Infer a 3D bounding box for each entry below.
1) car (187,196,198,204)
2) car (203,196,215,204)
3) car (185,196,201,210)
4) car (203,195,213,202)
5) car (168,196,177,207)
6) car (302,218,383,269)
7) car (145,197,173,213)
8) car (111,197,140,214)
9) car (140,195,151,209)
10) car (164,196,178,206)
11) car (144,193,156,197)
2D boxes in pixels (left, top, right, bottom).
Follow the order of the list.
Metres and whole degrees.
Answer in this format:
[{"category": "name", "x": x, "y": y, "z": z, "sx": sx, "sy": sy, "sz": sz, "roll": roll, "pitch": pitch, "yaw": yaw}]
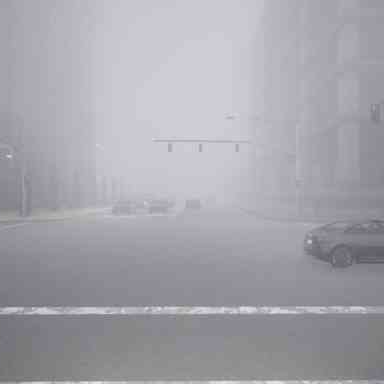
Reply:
[{"category": "car", "x": 0.122, "y": 1.563, "z": 65.375, "sx": 1.994, "sy": 1.385, "sz": 4.181, "roll": 0, "pitch": 0, "yaw": 0}, {"category": "car", "x": 3.521, "y": 1.491, "z": 64.594, "sx": 2.128, "sy": 1.511, "sz": 4.902, "roll": 0, "pitch": 0, "yaw": 0}, {"category": "car", "x": 0.118, "y": 1.477, "z": 42.778, "sx": 1.882, "sy": 1.535, "sz": 5.008, "roll": 0, "pitch": 0, "yaw": 0}, {"category": "car", "x": 3.524, "y": 1.507, "z": 73.669, "sx": 1.812, "sy": 1.442, "sz": 4.674, "roll": 0, "pitch": 0, "yaw": 0}, {"category": "car", "x": -3.584, "y": 1.477, "z": 46.703, "sx": 1.882, "sy": 1.535, "sz": 5.008, "roll": 0, "pitch": 0, "yaw": 0}, {"category": "car", "x": 5.700, "y": 1.532, "z": 10.495, "sx": 4.181, "sy": 1.385, "sz": 1.994, "roll": 0, "pitch": 0, "yaw": -1}, {"category": "car", "x": -3.588, "y": 1.547, "z": 37.057, "sx": 2.033, "sy": 1.411, "sz": 5.357, "roll": 0, "pitch": 0, "yaw": 0}, {"category": "car", "x": -7.089, "y": 1.505, "z": 34.889, "sx": 1.837, "sy": 1.490, "sz": 4.892, "roll": 0, "pitch": 0, "yaw": 0}, {"category": "car", "x": -7.083, "y": 1.505, "z": 44.293, "sx": 1.837, "sy": 1.490, "sz": 4.892, "roll": 0, "pitch": 0, "yaw": 0}, {"category": "car", "x": -3.565, "y": 1.491, "z": 57.066, "sx": 2.128, "sy": 1.511, "sz": 4.902, "roll": 0, "pitch": 0, "yaw": 0}, {"category": "car", "x": -7.070, "y": 1.221, "z": 54.657, "sx": 2.150, "sy": 2.045, "sz": 5.566, "roll": 0, "pitch": 0, "yaw": 0}]
